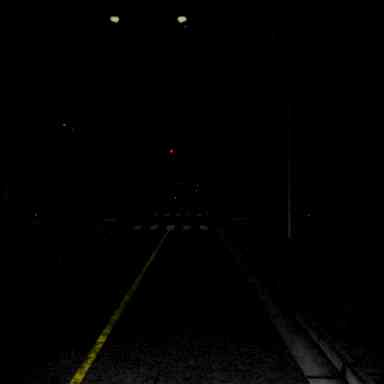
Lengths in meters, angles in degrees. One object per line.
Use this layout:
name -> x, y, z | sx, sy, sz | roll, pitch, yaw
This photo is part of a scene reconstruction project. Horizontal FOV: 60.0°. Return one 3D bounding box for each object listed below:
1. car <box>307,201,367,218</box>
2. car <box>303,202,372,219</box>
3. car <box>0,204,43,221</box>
car -> 12.395, 1.497, 28.594 | 4.313, 1.339, 1.947 | 0, -1, 0
car -> 11.292, 1.487, 25.962 | 4.718, 1.301, 1.895 | 0, -1, 0
car -> -14.402, 1.662, 25.965 | 5.357, 1.411, 2.033 | 0, -1, 0
